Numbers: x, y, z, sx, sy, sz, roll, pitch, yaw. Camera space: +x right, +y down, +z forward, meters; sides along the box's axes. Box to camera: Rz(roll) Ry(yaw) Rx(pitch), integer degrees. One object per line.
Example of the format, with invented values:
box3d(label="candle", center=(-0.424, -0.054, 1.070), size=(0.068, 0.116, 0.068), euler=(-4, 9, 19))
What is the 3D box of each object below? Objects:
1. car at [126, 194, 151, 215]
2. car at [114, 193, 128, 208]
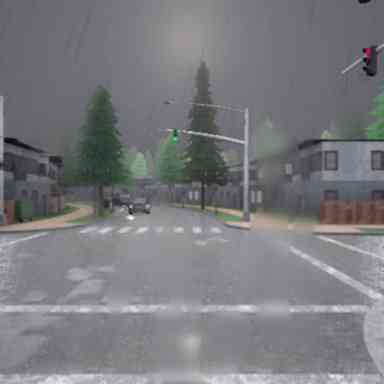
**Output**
box3d(label="car", center=(-5.329, 1.345, 33.662), size=(2.097, 1.767, 4.553), euler=(0, 0, -10))
box3d(label="car", center=(-10.212, 1.230, 49.896), size=(2.150, 2.045, 5.566), euler=(0, 0, -25))
